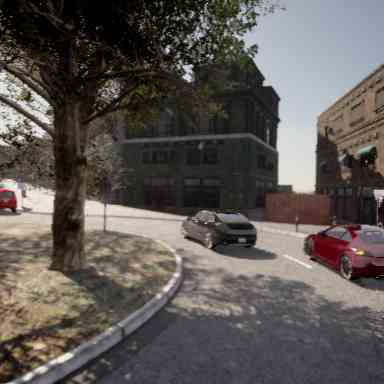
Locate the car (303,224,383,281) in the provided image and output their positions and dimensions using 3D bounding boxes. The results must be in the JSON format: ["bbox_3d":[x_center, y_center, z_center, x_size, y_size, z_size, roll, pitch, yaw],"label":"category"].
[{"bbox_3d":[4.992,1.682,10.238,1.994,1.385,4.181,2,0,-1],"label":"car"}]

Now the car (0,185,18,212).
[{"bbox_3d":[-17.654,0.725,30.244,2.150,2.045,5.566,1,2,-44],"label":"car"}]

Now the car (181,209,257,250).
[{"bbox_3d":[1.029,1.530,14.632,1.837,1.490,4.892,3,-1,-20],"label":"car"}]

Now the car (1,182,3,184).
[{"bbox_3d":[-28.205,-0.591,48.470,1.882,1.535,5.008,1,4,-30],"label":"car"}]
